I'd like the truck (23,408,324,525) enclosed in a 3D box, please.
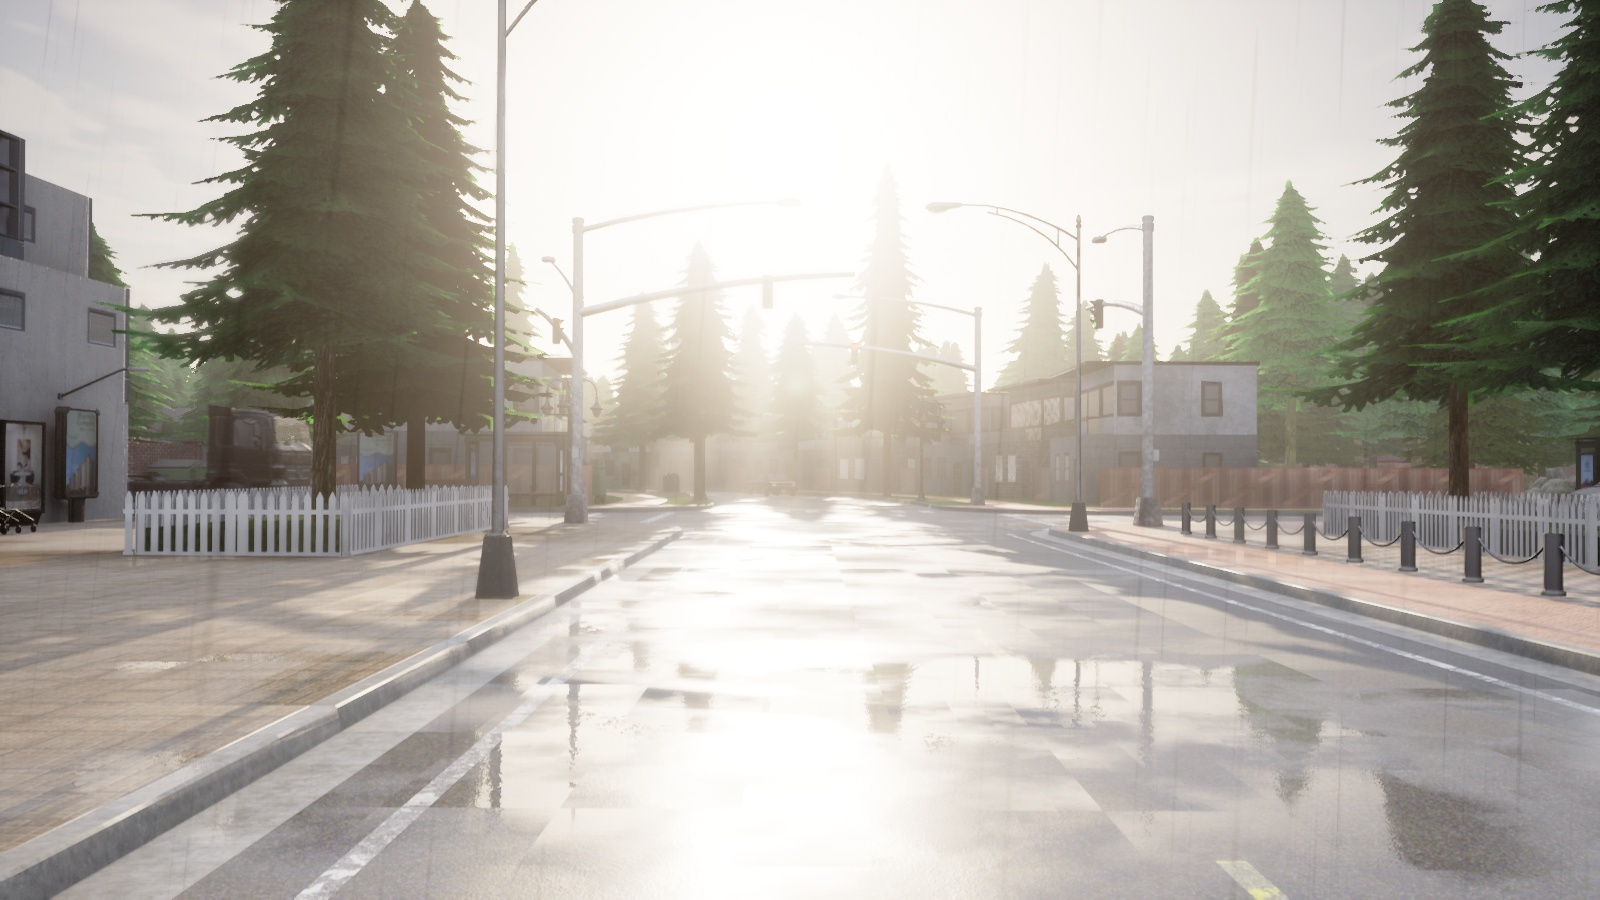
[{"bbox_3d":[-19.374,0.521,39.160,7.936,3.462,2.891,0,-1,2],"label":"truck"}]

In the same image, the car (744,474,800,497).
[{"bbox_3d":[-1.707,2.079,74.431,1.895,1.301,4.718,0,-1,-20],"label":"car"}]

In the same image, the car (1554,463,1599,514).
[{"bbox_3d":[27.390,1.250,41.368,3.988,1.617,1.851,0,-1,2],"label":"car"}]
